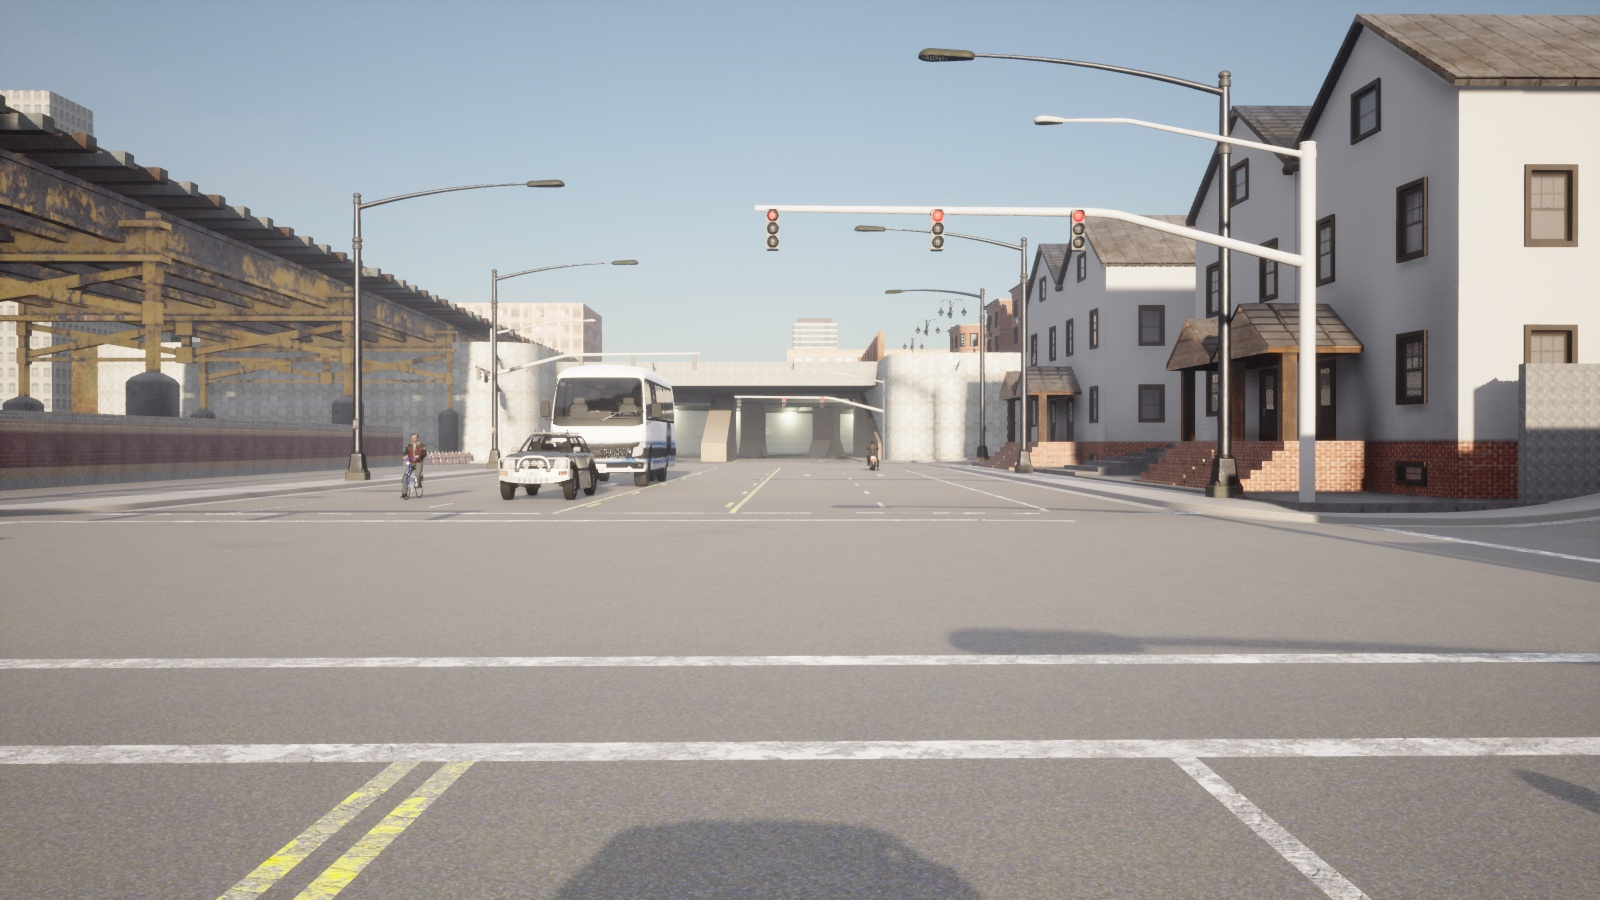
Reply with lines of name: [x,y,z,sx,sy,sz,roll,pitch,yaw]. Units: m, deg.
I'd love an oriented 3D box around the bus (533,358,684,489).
bus: [-6.718,-0.896,46.125,3.944,4.253,10.273,0,0,0]

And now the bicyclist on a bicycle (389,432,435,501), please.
bicyclist on a bicycle: [-10.293,0.420,33.368,0.659,1.776,1.843,0,0,0]

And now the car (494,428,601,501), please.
car: [-6.784,0.365,34.192,1.932,1.855,4.605,0,0,1]
